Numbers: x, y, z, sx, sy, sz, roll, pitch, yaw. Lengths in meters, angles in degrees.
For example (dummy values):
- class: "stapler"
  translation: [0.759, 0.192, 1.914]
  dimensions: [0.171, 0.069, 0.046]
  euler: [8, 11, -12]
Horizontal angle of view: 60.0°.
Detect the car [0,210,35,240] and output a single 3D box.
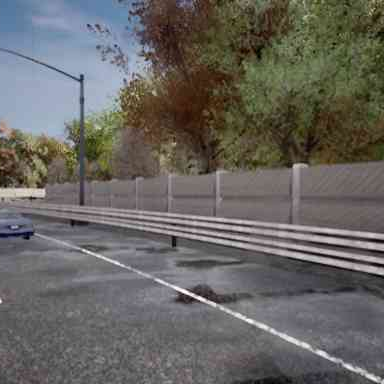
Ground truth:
- class: "car"
  translation: [-9.369, 1.574, 16.321]
  dimensions: [2.033, 1.411, 5.357]
  euler: [0, 0, -42]
